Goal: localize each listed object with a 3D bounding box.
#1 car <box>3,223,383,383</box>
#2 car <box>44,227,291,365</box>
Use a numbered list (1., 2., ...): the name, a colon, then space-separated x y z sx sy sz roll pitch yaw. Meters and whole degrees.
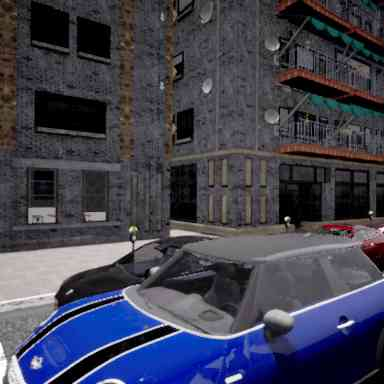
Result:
1. car: 0.477 1.355 3.729 4.553 1.767 2.097 0 0 -36
2. car: -0.292 1.570 6.357 4.313 1.339 1.947 0 0 -36
